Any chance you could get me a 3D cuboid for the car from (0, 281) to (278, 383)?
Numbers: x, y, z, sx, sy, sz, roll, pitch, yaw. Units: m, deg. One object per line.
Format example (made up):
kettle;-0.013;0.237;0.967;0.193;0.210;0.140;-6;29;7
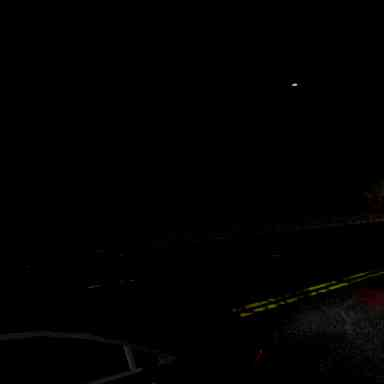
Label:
car;-1.406;1.491;2.461;4.902;1.511;2.128;0;0;-36
